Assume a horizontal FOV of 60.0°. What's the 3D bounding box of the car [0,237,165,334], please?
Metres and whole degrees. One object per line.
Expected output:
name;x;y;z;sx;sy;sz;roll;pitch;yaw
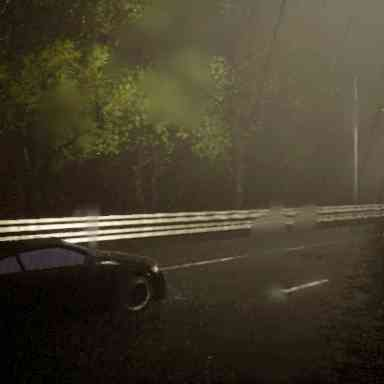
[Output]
car;-2.599;1.566;6.206;4.181;1.385;1.994;0;0;-36
